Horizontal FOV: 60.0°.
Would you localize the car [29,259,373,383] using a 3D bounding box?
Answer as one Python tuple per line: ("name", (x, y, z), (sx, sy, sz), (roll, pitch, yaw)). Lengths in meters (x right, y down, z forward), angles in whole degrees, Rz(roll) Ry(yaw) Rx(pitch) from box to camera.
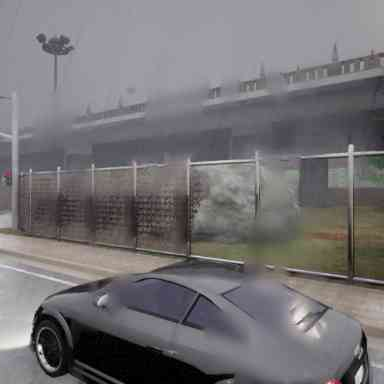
("car", (-0.155, 1.564, 4.101), (4.181, 1.385, 1.994), (0, 0, 36))
